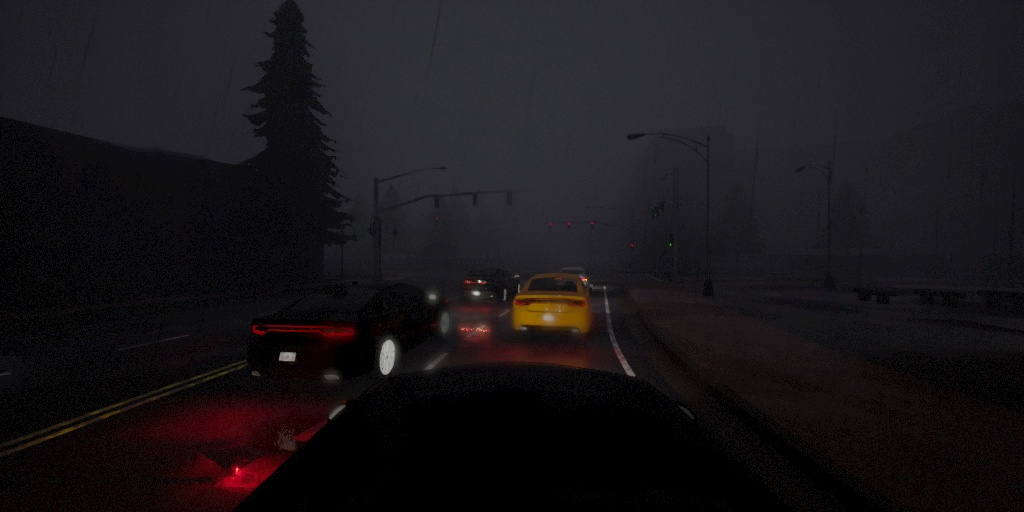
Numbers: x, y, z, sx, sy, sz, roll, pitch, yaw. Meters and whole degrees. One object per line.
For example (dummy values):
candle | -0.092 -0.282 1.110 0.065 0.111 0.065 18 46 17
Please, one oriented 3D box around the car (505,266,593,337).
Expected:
car | 1.301 1.228 10.398 1.882 1.535 5.008 0 0 11

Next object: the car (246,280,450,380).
car | -2.764 1.228 7.368 1.882 1.535 5.008 0 0 7

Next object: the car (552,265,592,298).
car | 3.370 1.274 19.428 1.812 1.442 4.674 0 0 14

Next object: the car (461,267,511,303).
car | -0.859 1.255 16.672 1.837 1.490 4.892 0 0 13
